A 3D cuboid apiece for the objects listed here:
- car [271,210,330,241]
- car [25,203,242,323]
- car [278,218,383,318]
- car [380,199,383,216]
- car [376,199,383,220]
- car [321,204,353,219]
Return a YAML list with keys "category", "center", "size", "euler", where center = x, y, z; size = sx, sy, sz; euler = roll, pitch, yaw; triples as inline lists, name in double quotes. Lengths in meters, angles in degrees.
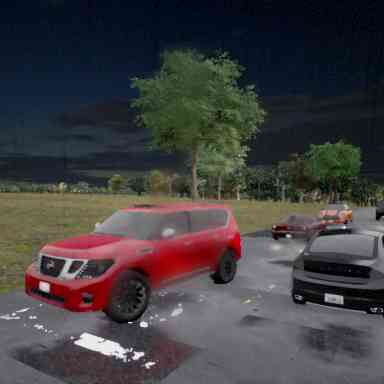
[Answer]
- category: "car"
  center: [5.822, 1.850, 17.884]
  size: [1.895, 1.301, 4.718]
  euler: [0, -1, 32]
- category: "car"
  center: [-0.854, 1.303, 7.895]
  size: [2.150, 2.045, 5.566]
  euler: [0, -1, 37]
- category: "car"
  center: [3.698, 1.602, 7.708]
  size: [1.837, 1.490, 4.892]
  euler: [0, -1, 32]
- category: "car"
  center: [25.303, 1.921, 42.254]
  size: [2.150, 2.045, 5.566]
  euler: [0, -1, 32]
- category: "car"
  center: [19.626, 1.742, 33.094]
  size: [2.150, 2.045, 5.566]
  euler: [0, -1, 32]
- category: "car"
  center: [12.079, 1.766, 27.877]
  size: [2.097, 1.767, 4.553]
  euler: [0, -1, 33]
